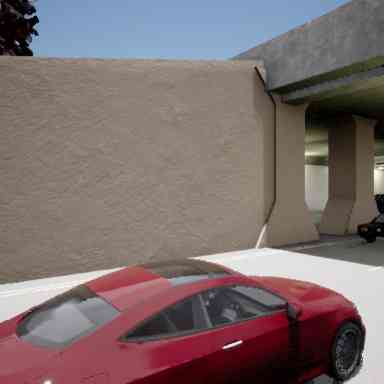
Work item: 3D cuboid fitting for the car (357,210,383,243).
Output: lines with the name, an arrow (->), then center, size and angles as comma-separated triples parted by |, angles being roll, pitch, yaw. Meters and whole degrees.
car -> 9.437, 1.601, 14.752 | 4.718, 1.301, 1.895 | 0, 0, -35

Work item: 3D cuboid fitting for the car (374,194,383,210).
car -> 19.816, 1.227, 35.081 | 5.566, 2.045, 2.150 | 0, 0, -35

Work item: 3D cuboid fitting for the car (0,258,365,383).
car -> 0.074, 1.525, 3.792 | 4.674, 1.442, 1.812 | 0, 0, -35
